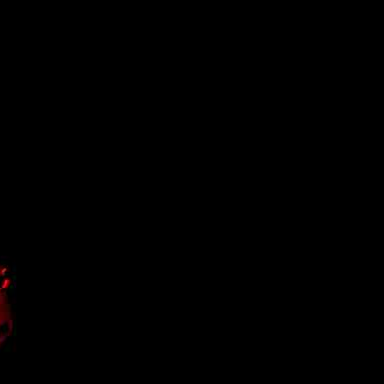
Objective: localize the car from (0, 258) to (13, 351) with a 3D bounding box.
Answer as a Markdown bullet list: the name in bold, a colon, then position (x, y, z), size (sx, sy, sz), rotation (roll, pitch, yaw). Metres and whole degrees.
- **car**: position (-4.758, 1.299, 5.042), size (5.566, 2.045, 2.150), rotation (-1, 0, 40)
